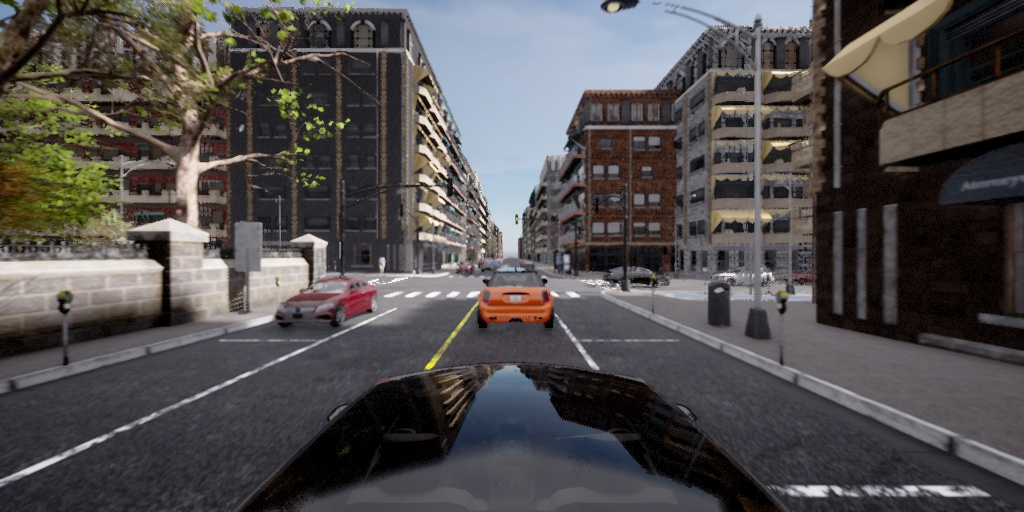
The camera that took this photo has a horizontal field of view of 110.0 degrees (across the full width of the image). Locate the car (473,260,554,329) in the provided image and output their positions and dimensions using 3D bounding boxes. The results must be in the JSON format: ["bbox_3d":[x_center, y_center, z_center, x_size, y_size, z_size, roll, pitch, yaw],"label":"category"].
[{"bbox_3d":[0.100,1.138,11.549,2.097,1.767,4.553,0,0,0],"label":"car"}]

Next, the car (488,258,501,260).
[{"bbox_3d":[-3.037,1.541,63.212,1.994,1.385,4.181,0,0,1],"label":"car"}]

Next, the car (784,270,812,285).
[{"bbox_3d":[27.053,1.929,32.518,4.207,1.307,1.802,0,0,-1],"label":"car"}]

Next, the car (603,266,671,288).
[{"bbox_3d":[9.205,1.524,26.472,4.902,1.511,2.128,1,0,-7],"label":"car"}]

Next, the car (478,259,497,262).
[{"bbox_3d":[-3.083,1.483,47.995,1.994,1.385,4.181,0,0,0],"label":"car"}]

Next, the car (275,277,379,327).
[{"bbox_3d":[-5.689,1.368,11.604,1.802,1.307,4.207,0,0,0],"label":"car"}]

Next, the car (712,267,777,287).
[{"bbox_3d":[19.223,1.738,29.863,4.674,1.442,1.812,1,0,-1],"label":"car"}]

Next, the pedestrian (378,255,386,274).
[{"bbox_3d":[-12.713,0.775,35.012,0.375,1.860,0.375,0,-1,-1],"label":"pedestrian"}]

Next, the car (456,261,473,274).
[{"bbox_3d":[-5.689,1.345,44.014,1.967,1.591,4.097,0,0,0],"label":"car"}]
